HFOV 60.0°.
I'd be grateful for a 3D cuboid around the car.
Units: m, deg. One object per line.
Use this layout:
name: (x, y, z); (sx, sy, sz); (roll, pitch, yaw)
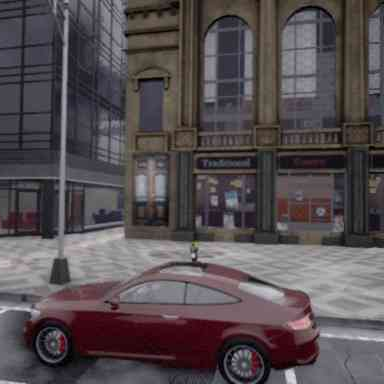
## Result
car: (-0.352, 1.732, 4.973); (4.206, 1.307, 1.802); (0, -1, 12)
